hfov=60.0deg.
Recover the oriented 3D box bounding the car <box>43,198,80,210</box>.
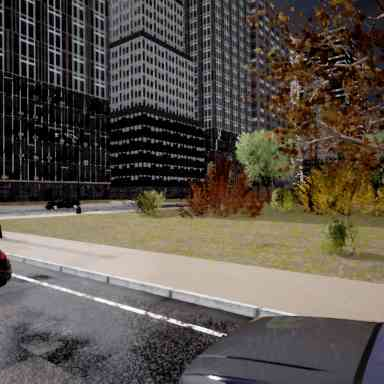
[{"bbox_3d":[-17.389,1.610,44.511,1.837,1.490,4.892,-1,-1,37],"label":"car"}]

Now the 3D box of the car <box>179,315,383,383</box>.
[{"bbox_3d":[2.414,1.547,1.962,5.357,1.411,2.033,0,0,36],"label":"car"}]

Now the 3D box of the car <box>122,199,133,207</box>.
[{"bbox_3d":[-9.410,1.646,55.080,1.812,1.442,4.674,-1,-1,37],"label":"car"}]

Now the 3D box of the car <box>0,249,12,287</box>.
[{"bbox_3d":[-6.189,1.565,8.069,4.181,1.385,1.994,0,0,37],"label":"car"}]
